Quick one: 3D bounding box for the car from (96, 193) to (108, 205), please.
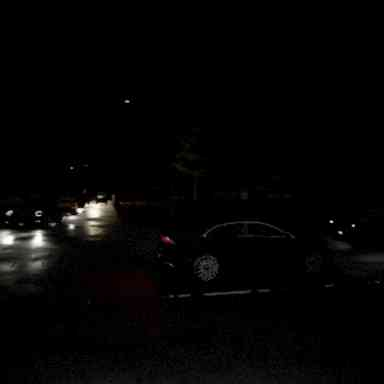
[{"bbox_3d":[-15.289,1.340,56.396,2.128,1.511,4.902,1,0,-15],"label":"car"}]

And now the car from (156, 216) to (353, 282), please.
[{"bbox_3d":[1.490,1.423,9.152,4.902,1.511,2.128,1,1,-14],"label":"car"}]

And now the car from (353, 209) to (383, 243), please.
[{"bbox_3d":[8.587,1.445,14.833,4.718,1.301,1.895,0,1,-12],"label":"car"}]

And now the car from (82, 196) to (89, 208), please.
[{"bbox_3d":[-14.712,1.371,42.575,1.994,1.385,4.181,1,0,-14],"label":"car"}]

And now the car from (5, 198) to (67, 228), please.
[{"bbox_3d":[-9.587,1.198,20.519,2.097,1.767,4.553,1,0,-6],"label":"car"}]

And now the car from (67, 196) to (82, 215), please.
[{"bbox_3d":[-11.891,1.308,31.652,1.882,1.535,5.008,1,0,-15],"label":"car"}]
